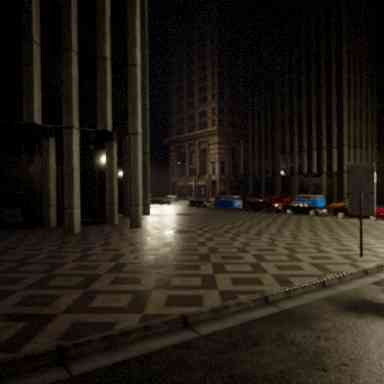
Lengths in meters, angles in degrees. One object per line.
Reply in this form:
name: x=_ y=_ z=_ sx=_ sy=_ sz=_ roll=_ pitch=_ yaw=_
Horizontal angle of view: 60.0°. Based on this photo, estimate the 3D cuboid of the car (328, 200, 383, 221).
car: x=14.253 y=1.609 z=28.074 sx=1.887 sy=1.381 sz=4.507 roll=-1 pitch=1 yaw=-36

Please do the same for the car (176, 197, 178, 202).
car: x=-4.599 y=1.313 z=68.938 sx=2.008 sy=1.369 sz=4.403 roll=-1 pitch=1 yaw=-36

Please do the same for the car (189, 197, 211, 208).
car: x=1.353 y=1.414 z=46.019 sx=1.967 sy=1.590 sz=4.097 roll=-1 pitch=1 yaw=-36

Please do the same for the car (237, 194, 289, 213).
car: x=7.802 y=1.333 z=37.045 sx=2.192 sy=1.841 sz=5.009 roll=-1 pitch=1 yaw=-36

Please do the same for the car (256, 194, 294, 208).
car: x=11.513 y=1.186 z=46.498 sx=2.192 sy=1.841 sz=5.009 roll=-1 pitch=1 yaw=-36

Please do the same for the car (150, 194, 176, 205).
car: x=-5.095 y=1.482 z=54.994 sx=2.008 sy=1.369 sz=4.403 roll=-1 pitch=1 yaw=-36

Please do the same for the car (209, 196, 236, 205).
car: x=4.970 y=1.352 z=55.613 sx=1.752 sy=1.417 sz=4.829 roll=-1 pitch=1 yaw=-36

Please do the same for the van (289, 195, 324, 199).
van: x=14.736 y=1.234 z=42.011 sx=1.690 sy=1.788 sz=3.998 roll=-1 pitch=1 yaw=-36

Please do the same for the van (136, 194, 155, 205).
van: x=-8.322 y=1.250 z=59.479 sx=1.690 sy=1.788 sz=3.998 roll=-1 pitch=1 yaw=-36

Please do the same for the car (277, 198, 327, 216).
car: x=11.028 y=1.592 z=32.560 sx=2.008 sy=1.369 sz=4.403 roll=-1 pitch=1 yaw=-36

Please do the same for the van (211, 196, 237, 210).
van: x=4.577 y=1.337 z=41.532 sx=1.690 sy=1.788 sz=3.998 roll=-1 pitch=1 yaw=-36
